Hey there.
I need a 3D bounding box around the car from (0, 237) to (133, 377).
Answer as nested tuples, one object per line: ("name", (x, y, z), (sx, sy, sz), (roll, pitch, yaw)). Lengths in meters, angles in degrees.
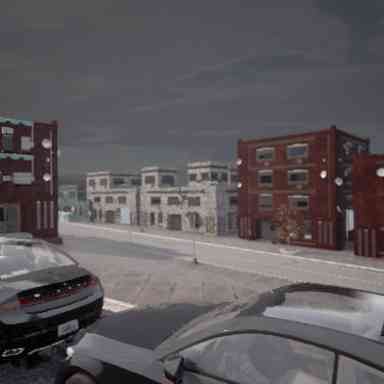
("car", (-3.623, 1.536, 5.749), (4.892, 1.521, 2.231), (-1, 0, 35))
